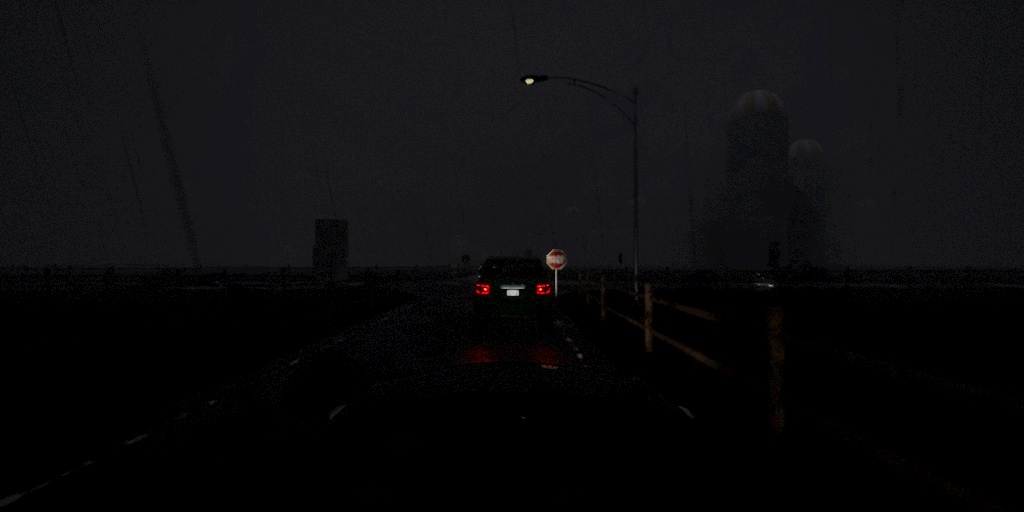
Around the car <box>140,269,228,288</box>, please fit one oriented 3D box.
[{"bbox_3d":[-22.790,1.544,25.063,4.718,1.301,1.895,0,0,0],"label":"car"}]

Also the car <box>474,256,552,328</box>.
[{"bbox_3d":[0.052,1.020,11.753,2.150,2.045,5.566,0,0,1],"label":"car"}]

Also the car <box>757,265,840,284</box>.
[{"bbox_3d":[22.239,1.379,27.898,5.357,1.411,2.033,0,0,0],"label":"car"}]

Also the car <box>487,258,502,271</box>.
[{"bbox_3d":[-2.789,1.341,59.374,2.150,2.045,5.566,0,-1,0],"label":"car"}]

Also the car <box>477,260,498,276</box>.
[{"bbox_3d":[-2.816,1.339,42.346,2.097,1.767,4.553,0,0,0],"label":"car"}]
